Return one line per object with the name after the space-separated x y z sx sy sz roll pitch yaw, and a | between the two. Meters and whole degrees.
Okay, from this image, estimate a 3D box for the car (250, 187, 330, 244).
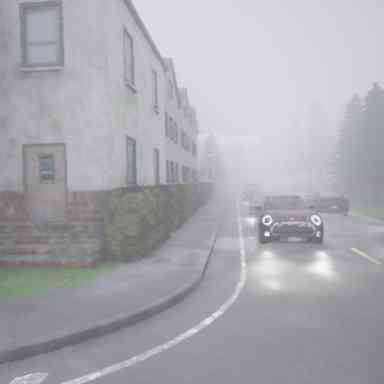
3.538 0.866 12.889 2.097 1.767 4.553 -1 2 8 | car

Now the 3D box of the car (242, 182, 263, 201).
6.942 -0.120 38.324 2.150 2.045 5.566 -1 2 8 | car

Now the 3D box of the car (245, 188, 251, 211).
4.841 0.704 22.839 1.812 1.442 4.674 -1 2 8 | car

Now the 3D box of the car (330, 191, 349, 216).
8.344 0.636 21.162 1.882 1.535 5.008 -1 2 7 | car
